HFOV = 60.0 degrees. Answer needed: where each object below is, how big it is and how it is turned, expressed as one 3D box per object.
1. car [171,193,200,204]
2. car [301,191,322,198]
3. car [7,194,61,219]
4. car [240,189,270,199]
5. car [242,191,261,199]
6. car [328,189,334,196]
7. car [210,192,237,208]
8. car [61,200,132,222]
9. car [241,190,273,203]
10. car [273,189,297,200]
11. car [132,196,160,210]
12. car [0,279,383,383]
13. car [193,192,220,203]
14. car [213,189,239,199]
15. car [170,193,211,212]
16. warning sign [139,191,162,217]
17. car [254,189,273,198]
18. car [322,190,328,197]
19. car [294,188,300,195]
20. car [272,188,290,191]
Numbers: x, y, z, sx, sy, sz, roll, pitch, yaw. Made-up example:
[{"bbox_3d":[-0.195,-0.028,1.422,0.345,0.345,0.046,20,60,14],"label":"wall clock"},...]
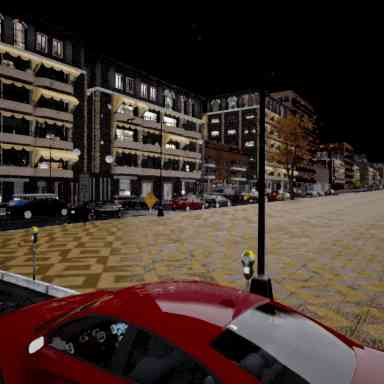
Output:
[{"bbox_3d":[-0.878,0.910,46.814,1.947,1.339,4.313,2,2,35],"label":"car"},{"bbox_3d":[25.061,0.446,69.484,2.008,1.369,4.403,2,2,35],"label":"car"},{"bbox_3d":[-11.942,1.206,26.354,1.882,1.535,5.008,1,1,35],"label":"car"},{"bbox_3d":[9.959,0.702,52.301,1.882,1.535,5.008,1,1,35],"label":"car"},{"bbox_3d":[11.728,0.525,64.972,1.752,1.417,4.829,2,2,35],"label":"car"},{"bbox_3d":[34.588,0.079,83.205,1.967,1.590,4.097,2,2,35],"label":"car"},{"bbox_3d":[2.830,1.050,37.460,2.008,1.369,4.403,2,2,35],"label":"car"},{"bbox_3d":[-6.696,1.329,23.737,1.947,1.339,4.313,2,2,35],"label":"car"},{"bbox_3d":[9.182,0.876,46.610,2.008,1.369,4.403,2,2,35],"label":"car"},{"bbox_3d":[15.631,0.675,55.899,1.752,1.417,4.829,2,2,35],"label":"car"},{"bbox_3d":[-5.404,1.148,35.771,1.895,1.301,4.718,1,1,35],"label":"car"},{"bbox_3d":[-0.318,1.544,3.094,4.507,1.381,1.887,0,0,36],"label":"car"},{"bbox_3d":[2.298,0.808,51.389,2.008,1.369,4.403,2,2,35],"label":"car"},{"bbox_3d":[4.331,0.505,49.709,2.150,2.045,5.566,1,1,35],"label":"car"},{"bbox_3d":[-0.346,1.132,32.885,1.887,1.381,4.507,2,2,35],"label":"car"},{"bbox_3d":[-3.079,0.851,24.818,1.300,1.860,1.060,-1,0,35],"label":"warning sign"},{"bbox_3d":[15.004,0.227,69.682,2.192,1.841,5.009,2,2,35],"label":"car"},{"bbox_3d":[28.236,0.360,74.058,2.008,1.369,4.403,2,2,35],"label":"car"},{"bbox_3d":[24.530,-0.030,83.405,2.192,1.841,5.009,2,2,35],"label":"car"},{"bbox_3d":[15.732,0.420,60.605,2.097,1.767,4.553,1,1,34],"label":"car"}]
